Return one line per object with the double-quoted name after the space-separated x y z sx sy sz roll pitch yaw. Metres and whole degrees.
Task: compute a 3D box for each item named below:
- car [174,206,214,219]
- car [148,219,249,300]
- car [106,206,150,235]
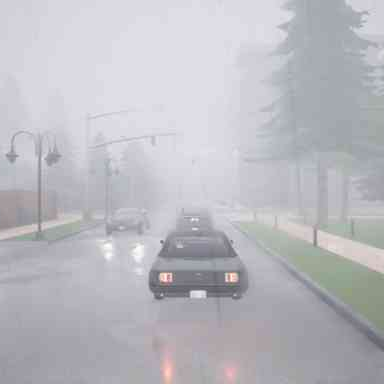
0.131 1.505 17.627 1.837 1.490 4.892 0 0 0 "car"
0.118 1.601 8.366 1.895 1.301 4.718 0 0 0 "car"
-3.486 1.525 18.866 1.812 1.442 4.674 0 0 1 "car"
